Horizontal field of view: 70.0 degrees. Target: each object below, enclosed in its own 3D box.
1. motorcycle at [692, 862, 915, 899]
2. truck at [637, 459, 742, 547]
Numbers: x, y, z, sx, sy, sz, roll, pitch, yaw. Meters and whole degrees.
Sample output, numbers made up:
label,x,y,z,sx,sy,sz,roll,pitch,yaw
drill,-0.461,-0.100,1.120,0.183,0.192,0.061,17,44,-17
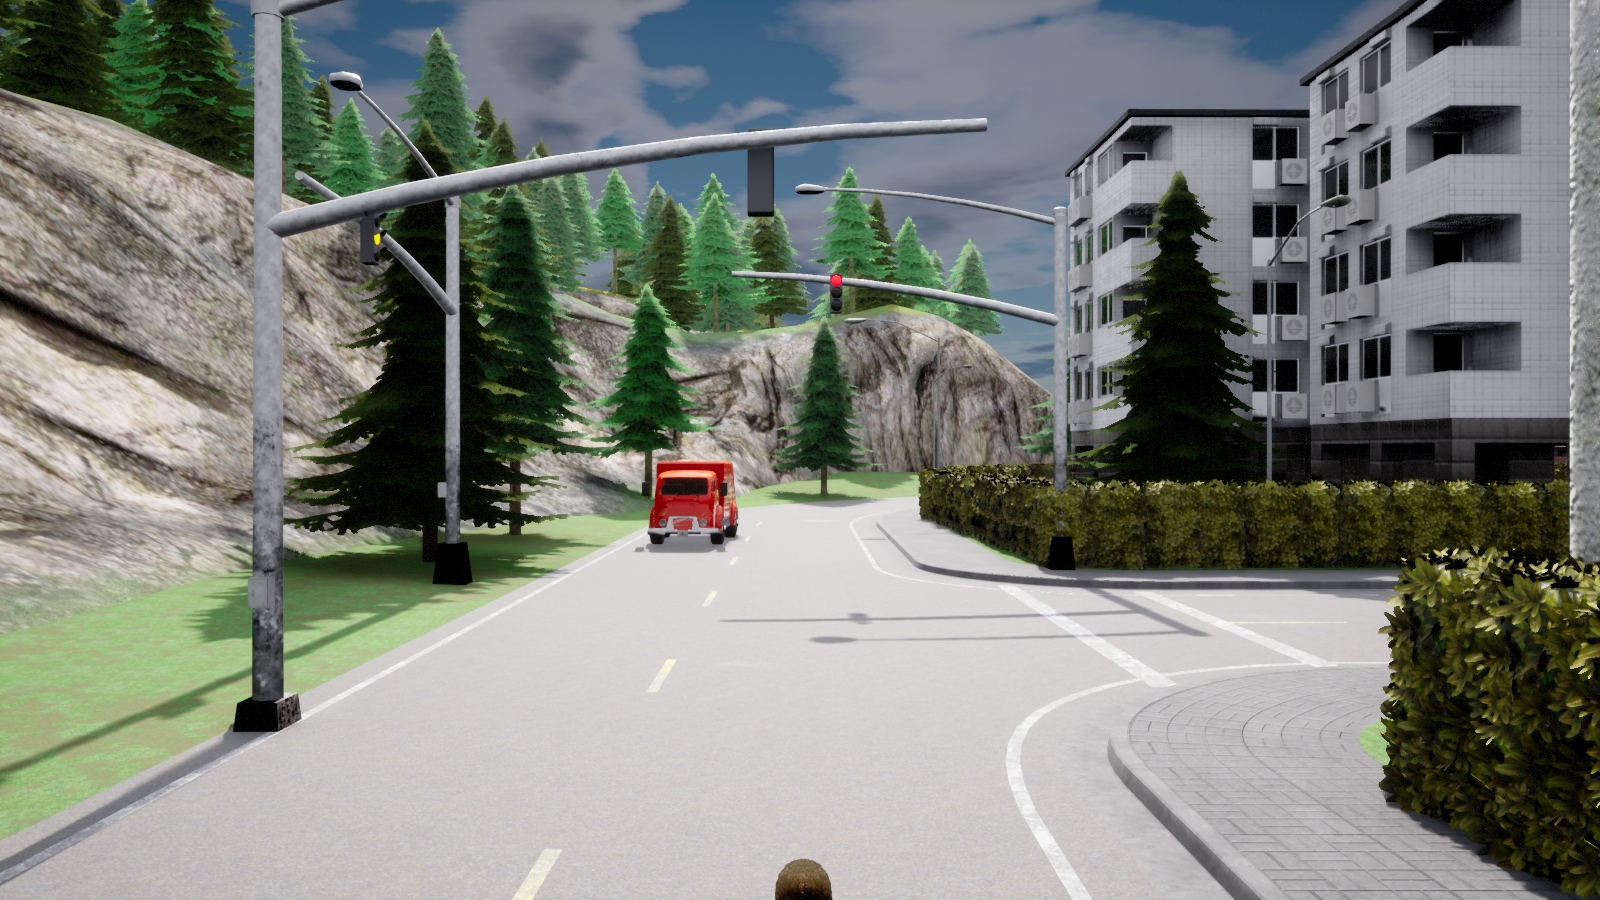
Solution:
label,x,y,z,sx,sy,sz,roll,pitch,yaw
motorcycle,0.010,2.193,3.477,0.803,1.145,2.033,0,0,0
truck,-3.310,1.548,35.380,2.627,2.467,5.204,0,0,1
